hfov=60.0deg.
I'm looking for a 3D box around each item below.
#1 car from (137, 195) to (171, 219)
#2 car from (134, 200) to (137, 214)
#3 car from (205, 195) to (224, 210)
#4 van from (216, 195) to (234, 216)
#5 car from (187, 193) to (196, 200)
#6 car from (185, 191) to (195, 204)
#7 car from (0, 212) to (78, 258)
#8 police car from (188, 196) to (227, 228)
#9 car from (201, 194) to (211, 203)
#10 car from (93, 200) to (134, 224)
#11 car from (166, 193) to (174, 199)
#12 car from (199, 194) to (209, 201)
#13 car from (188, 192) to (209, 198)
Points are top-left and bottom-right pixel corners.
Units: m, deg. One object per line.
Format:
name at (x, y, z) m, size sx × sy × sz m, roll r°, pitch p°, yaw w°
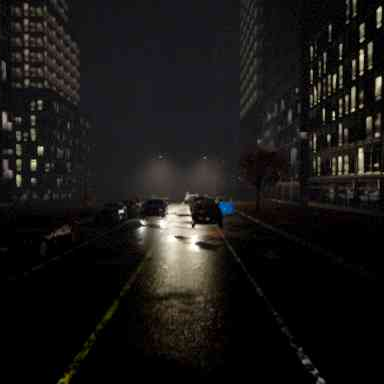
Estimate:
car at (-3.102, 1.317, 27.900) m, size 1.882 × 1.535 × 5.008 m, roll 0°, pitch 0°, yaw 0°
car at (-5.707, 1.383, 29.234) m, size 2.008 × 1.369 × 4.403 m, roll -1°, pitch 0°, yaw 0°
car at (2.670, 1.213, 40.485) m, size 1.967 × 1.590 × 4.097 m, roll -1°, pitch 0°, yaw 0°
van at (2.669, 1.173, 29.235) m, size 1.690 × 1.788 × 3.998 m, roll -1°, pitch 0°, yaw 0°
car at (-0.010, 0.955, 71.394) m, size 1.882 × 1.535 × 5.008 m, roll 0°, pitch 0°, yaw 0°
car at (-0.008, 0.912, 56.603) m, size 2.150 × 2.045 × 5.566 m, roll 0°, pitch 0°, yaw 0°
car at (-5.704, 1.471, 12.359) m, size 1.887 × 1.381 × 4.507 m, roll -1°, pitch 0°, yaw 0°
police car at (0.896, 1.300, 21.470) m, size 1.930 × 1.638 × 5.238 m, roll 0°, pitch 0°, yaw 0°
car at (2.669, 1.184, 63.156) m, size 1.752 × 1.417 × 4.829 m, roll -1°, pitch 0°, yaw 0°
car at (-5.705, 1.414, 23.610) m, size 2.008 × 1.369 × 4.403 m, roll -1°, pitch 0°, yaw 0°
car at (-5.715, 1.046, 74.233) m, size 1.967 × 1.590 × 4.097 m, roll -1°, pitch 0°, yaw 0°
car at (2.668, 1.171, 74.234) m, size 1.947 × 1.339 × 4.313 m, roll -1°, pitch 0°, yaw 0°
car at (0.884, 1.173, 31.332) m, size 2.097 × 1.767 × 4.553 m, roll 0°, pitch 0°, yaw 0°
